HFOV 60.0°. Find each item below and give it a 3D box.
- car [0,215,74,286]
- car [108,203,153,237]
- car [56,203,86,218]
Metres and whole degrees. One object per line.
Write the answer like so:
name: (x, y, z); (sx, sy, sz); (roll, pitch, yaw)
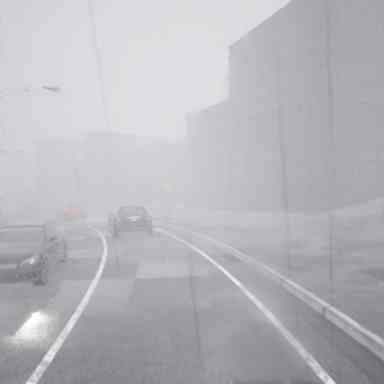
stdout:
car: (-4.814, 1.626, 9.594); (1.812, 1.442, 4.674); (-1, -1, -11)
car: (-3.742, 1.521, 19.616); (2.097, 1.767, 4.553); (-2, 0, -18)
car: (-13.681, 2.071, 37.360); (2.097, 1.767, 4.553); (-4, 0, -37)
